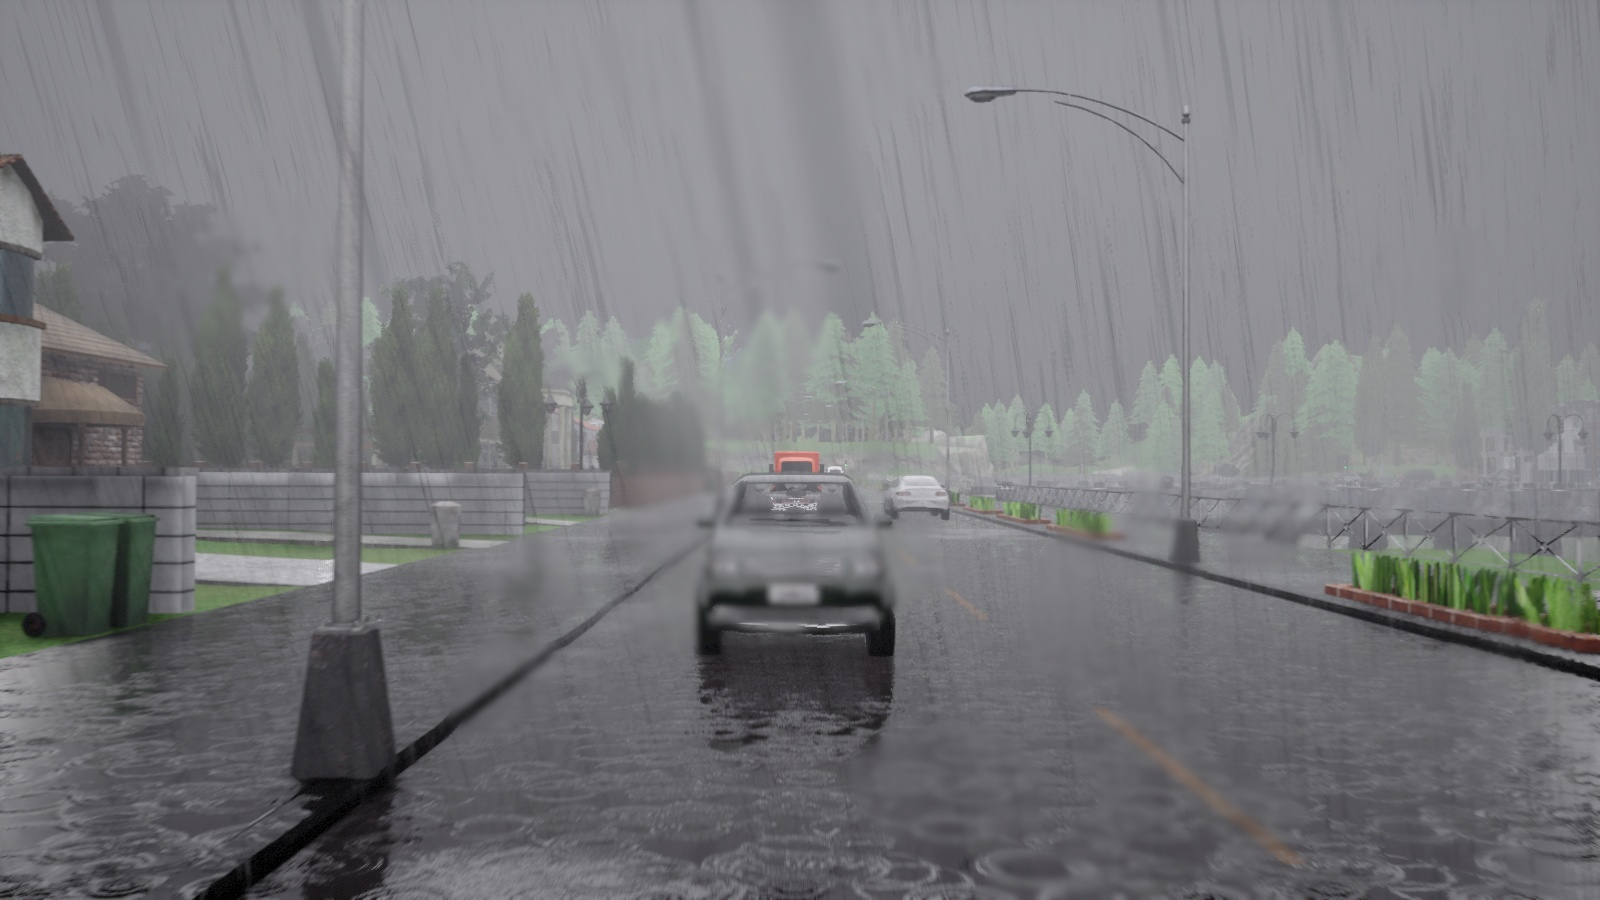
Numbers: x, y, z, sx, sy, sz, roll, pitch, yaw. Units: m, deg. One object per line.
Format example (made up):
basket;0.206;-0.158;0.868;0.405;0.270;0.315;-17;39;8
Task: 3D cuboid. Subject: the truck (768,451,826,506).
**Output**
truck;-0.147;1.316;58.978;2.627;2.467;5.204;0;-1;0

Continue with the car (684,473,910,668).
car;-0.030;0.992;11.849;1.789;1.549;3.705;0;-1;0

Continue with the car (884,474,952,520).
car;3.897;1.528;42.016;1.812;1.442;4.674;0;-1;0
